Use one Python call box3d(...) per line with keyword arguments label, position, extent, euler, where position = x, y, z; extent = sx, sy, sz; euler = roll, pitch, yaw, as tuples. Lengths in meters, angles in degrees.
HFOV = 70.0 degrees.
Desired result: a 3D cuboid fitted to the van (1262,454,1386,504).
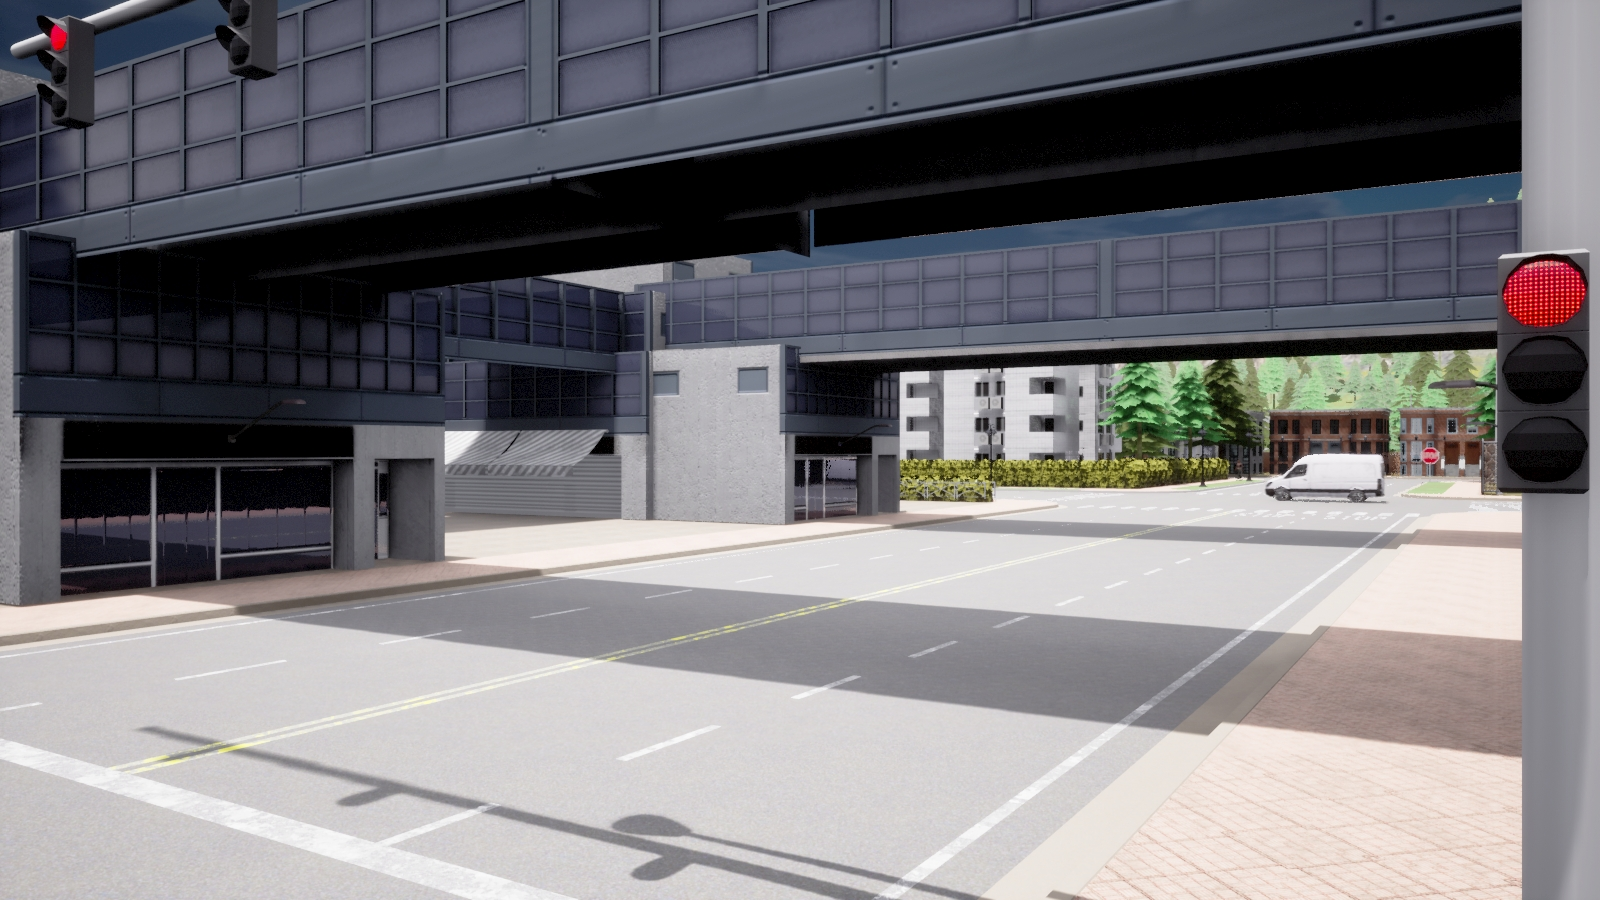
box3d(label="van", position=(28.359, 1.534, 61.880), extent=(5.915, 2.561, 1.988), euler=(0, 0, 32))
